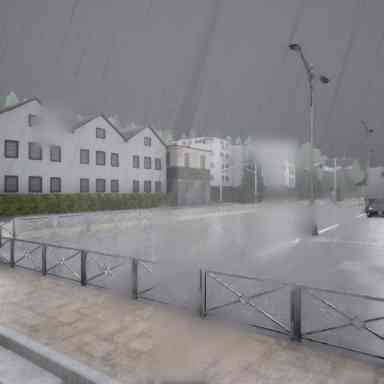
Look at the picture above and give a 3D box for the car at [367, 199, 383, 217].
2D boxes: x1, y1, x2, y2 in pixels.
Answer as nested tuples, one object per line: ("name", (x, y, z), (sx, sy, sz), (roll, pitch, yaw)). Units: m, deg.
("car", (15.412, 1.298, 26.820), (2.007, 1.523, 4.514), (0, 0, 35))
